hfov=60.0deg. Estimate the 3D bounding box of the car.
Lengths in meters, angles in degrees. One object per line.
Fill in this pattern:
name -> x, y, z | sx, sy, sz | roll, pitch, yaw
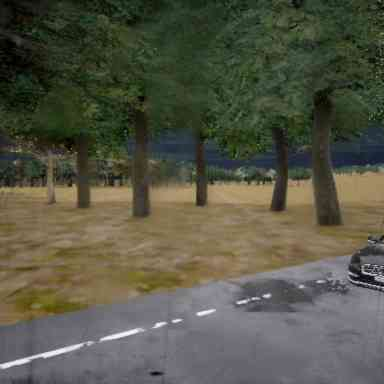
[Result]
car -> 5.739, 1.503, 8.111 | 4.892, 1.490, 1.837 | 0, 0, -36
